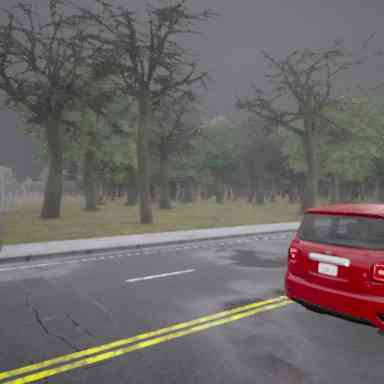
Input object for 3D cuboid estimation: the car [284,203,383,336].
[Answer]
[{"bbox_3d":[4.194,1.230,6.441,5.566,2.045,2.150,0,0,-35],"label":"car"}]
